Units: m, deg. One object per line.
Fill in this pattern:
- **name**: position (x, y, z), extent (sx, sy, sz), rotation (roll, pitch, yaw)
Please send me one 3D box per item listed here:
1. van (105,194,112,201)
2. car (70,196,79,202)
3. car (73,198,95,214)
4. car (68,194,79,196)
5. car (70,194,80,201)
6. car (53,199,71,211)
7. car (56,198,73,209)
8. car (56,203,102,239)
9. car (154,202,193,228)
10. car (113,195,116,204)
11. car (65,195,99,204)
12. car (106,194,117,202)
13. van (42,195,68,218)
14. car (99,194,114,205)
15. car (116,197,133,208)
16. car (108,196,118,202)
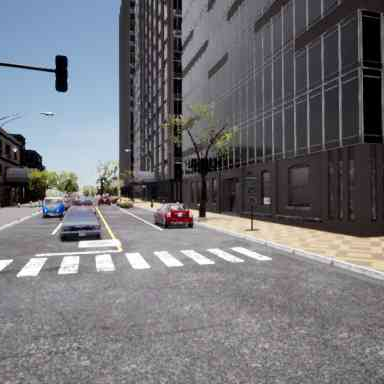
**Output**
- **van**: position (-22.866, 1.401, 90.979), extent (1.690, 1.788, 3.998), rotation (1, 0, -17)
- **car**: position (-27.502, 1.575, 77.755), extent (1.752, 1.417, 4.829), rotation (1, 0, -17)
- **car**: position (-11.992, 1.515, 37.069), extent (2.128, 1.511, 4.902), rotation (0, 0, -17)
- **car**: position (-20.919, 1.351, 56.796), extent (2.192, 1.841, 5.009), rotation (1, 0, -17)
- **car**: position (-29.207, 1.369, 83.198), extent (2.192, 1.841, 5.009), rotation (1, 0, -17)
- **car**: position (-15.951, 1.608, 40.953), extent (1.802, 1.307, 4.206), rotation (1, 0, -17)
- **car**: position (-17.608, 1.595, 46.234), extent (1.947, 1.339, 4.313), rotation (1, 0, -17)
- **car**: position (-5.974, 1.558, 17.707), extent (2.033, 1.411, 5.357), rotation (0, 0, -21)
- **car**: position (-1.319, 1.455, 22.328), extent (1.967, 1.590, 4.097), rotation (1, 0, -17)
- **car**: position (-11.316, 1.561, 54.175), extent (1.752, 1.417, 4.829), rotation (1, 0, -17)
- **car**: position (-8.912, 1.369, 27.160), extent (2.097, 1.767, 4.553), rotation (0, 0, -17)
- **car**: position (-19.551, 1.368, 80.418), extent (2.192, 1.841, 5.009), rotation (1, 0, -17)
- **van**: position (-12.632, 1.360, 30.394), extent (1.690, 1.788, 3.998), rotation (1, 0, -17)
- **car**: position (-15.132, 1.389, 57.310), extent (2.097, 1.767, 4.553), rotation (0, 0, -17)
- **car**: position (-9.659, 1.558, 48.895), extent (1.752, 1.417, 4.829), rotation (1, 0, -17)
- **car**: position (-17.947, 1.575, 75.298), extent (1.752, 1.417, 4.829), rotation (1, 0, -17)
